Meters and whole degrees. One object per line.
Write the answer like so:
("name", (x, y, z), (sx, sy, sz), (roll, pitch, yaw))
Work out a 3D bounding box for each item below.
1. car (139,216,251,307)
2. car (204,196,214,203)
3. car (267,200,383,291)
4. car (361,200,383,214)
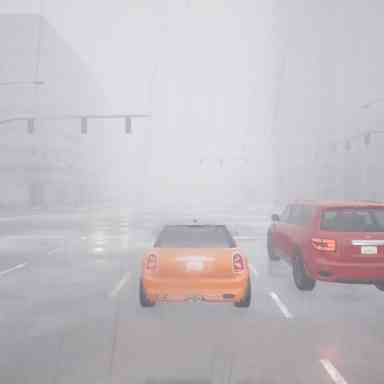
("car", (0.077, 1.352, 8.115), (2.097, 1.767, 4.553), (0, 0, 1))
("car", (3.709, 1.525, 71.099), (1.812, 1.442, 4.674), (0, 0, 0))
("car", (3.556, 1.221, 9.134), (2.150, 2.045, 5.566), (0, 0, 3))
("car", (20.540, 1.564, 35.269), (4.181, 1.385, 1.994), (0, 0, 1))
